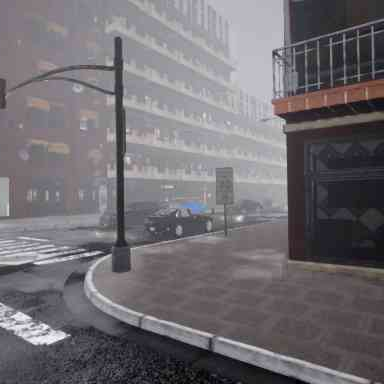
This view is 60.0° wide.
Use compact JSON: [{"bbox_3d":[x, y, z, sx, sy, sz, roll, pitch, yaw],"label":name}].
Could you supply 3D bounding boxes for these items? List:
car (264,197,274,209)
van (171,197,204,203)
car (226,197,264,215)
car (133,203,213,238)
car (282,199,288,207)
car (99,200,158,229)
[{"bbox_3d":[9.284,1.430,44.053,1.967,1.590,4.097,-1,-1,36],"label":"car"},{"bbox_3d":[-0.448,1.365,30.466,1.690,1.788,3.998,-1,-1,36],"label":"van"},{"bbox_3d":[5.232,1.437,34.150,1.882,1.535,5.008,-1,-1,36],"label":"car"},{"bbox_3d":[-0.524,1.435,16.821,2.008,1.369,4.403,-1,-1,36],"label":"car"},{"bbox_3d":[15.031,1.433,47.691,1.837,1.490,4.892,-1,-1,36],"label":"car"},{"bbox_3d":[-3.797,1.344,21.559,2.097,1.767,4.553,-1,-1,36],"label":"car"}]
